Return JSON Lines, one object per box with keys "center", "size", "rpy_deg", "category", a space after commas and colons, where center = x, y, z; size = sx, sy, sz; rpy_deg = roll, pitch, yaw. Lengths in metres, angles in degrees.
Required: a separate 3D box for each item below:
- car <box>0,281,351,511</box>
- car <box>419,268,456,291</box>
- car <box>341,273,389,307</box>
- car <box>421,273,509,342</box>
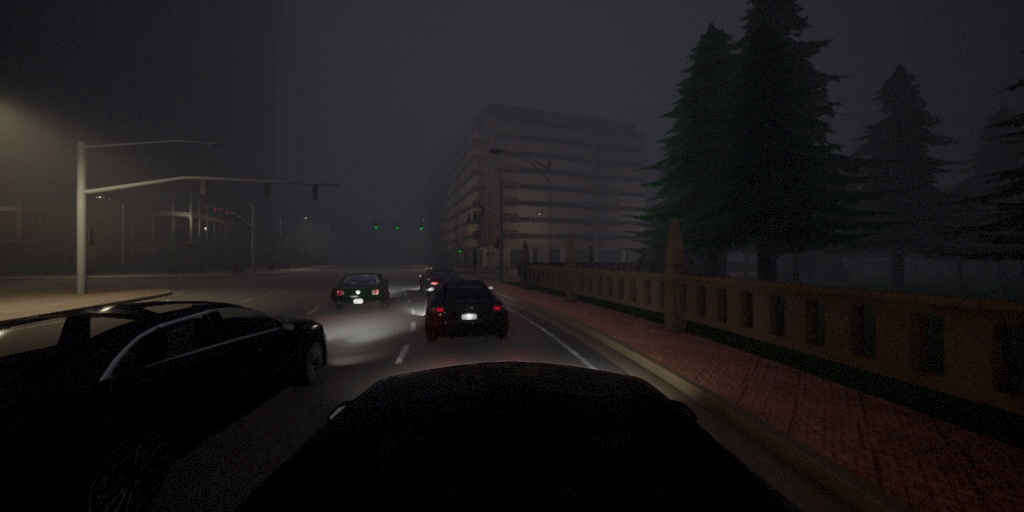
{"center": [-3.825, 1.249, 3.981], "size": [2.128, 1.511, 4.902], "rpy_deg": [0, 0, -5], "category": "car"}
{"center": [-3.927, 1.346, 19.527], "size": [2.033, 1.411, 5.357], "rpy_deg": [0, 0, -19], "category": "car"}
{"center": [-6.330, 1.389, 15.407], "size": [1.895, 1.301, 4.718], "rpy_deg": [0, 0, -17], "category": "car"}
{"center": [-1.375, 1.337, 10.013], "size": [1.994, 1.385, 4.181], "rpy_deg": [0, 0, -12], "category": "car"}
